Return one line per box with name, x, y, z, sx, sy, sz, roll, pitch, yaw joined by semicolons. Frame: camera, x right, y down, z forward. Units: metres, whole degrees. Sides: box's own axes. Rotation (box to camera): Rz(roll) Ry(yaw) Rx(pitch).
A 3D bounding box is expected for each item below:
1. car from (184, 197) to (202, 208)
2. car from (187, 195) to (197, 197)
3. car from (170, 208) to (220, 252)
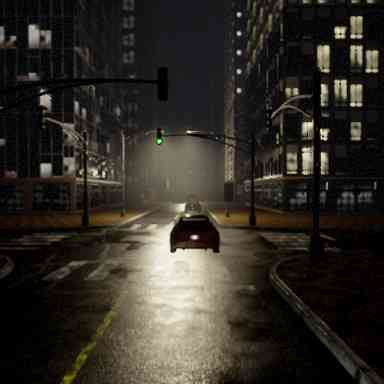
car;0.101;1.681;39.973;2.128;1.511;4.902;0;0;0
car;0.031;1.538;63.011;2.150;2.045;5.566;0;0;0
car;0.098;1.646;14.371;1.994;1.385;4.181;0;0;0
